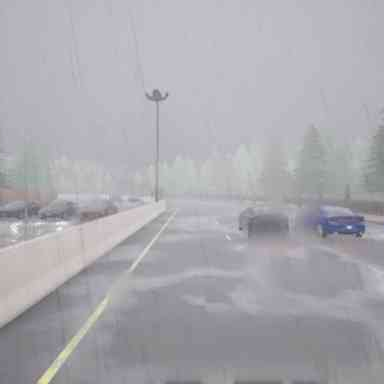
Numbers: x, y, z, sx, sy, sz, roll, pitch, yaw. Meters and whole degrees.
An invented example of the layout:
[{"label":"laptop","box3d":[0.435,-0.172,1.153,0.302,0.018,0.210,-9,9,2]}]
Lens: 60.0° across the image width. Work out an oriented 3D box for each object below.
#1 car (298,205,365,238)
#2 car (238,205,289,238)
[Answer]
[{"label":"car","box3d":[7.103,1.439,17.471,1.882,1.535,5.008,0,0,0]},{"label":"car","box3d":[3.602,1.439,17.475,1.882,1.535,5.008,0,0,0]}]
